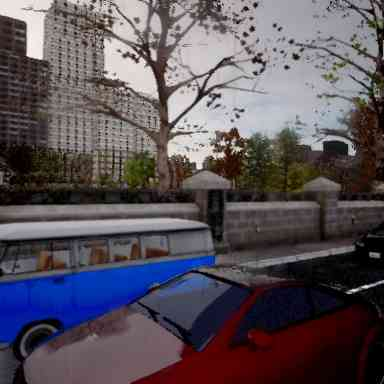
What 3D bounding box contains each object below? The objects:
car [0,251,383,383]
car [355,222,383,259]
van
[{"bbox_3d":[0.376,1.587,3.647,4.181,1.385,1.994,1,0,-36],"label":"car"},{"bbox_3d":[7.706,1.698,12.069,4.313,1.339,1.947,1,0,-36],"label":"car"},{"bbox_3d":[-1.454,1.360,5.524,3.998,1.788,1.690,1,0,-36],"label":"van"}]
